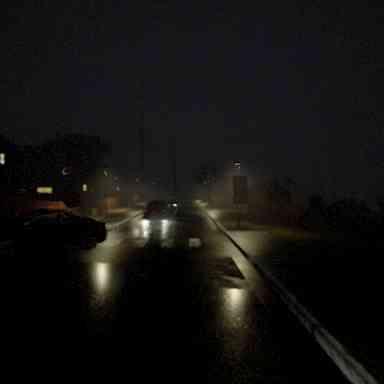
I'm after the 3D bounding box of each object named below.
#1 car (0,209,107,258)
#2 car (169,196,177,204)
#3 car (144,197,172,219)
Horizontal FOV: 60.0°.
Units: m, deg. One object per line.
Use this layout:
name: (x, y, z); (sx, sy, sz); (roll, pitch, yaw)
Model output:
car: (-5.421, 1.368, 12.119); (2.128, 1.511, 4.902); (4, -2, 41)
car: (-3.646, 1.478, 61.330); (2.033, 1.411, 5.357); (0, 0, -1)
car: (-3.083, 1.447, 29.385); (1.882, 1.535, 5.008); (0, 0, -1)
